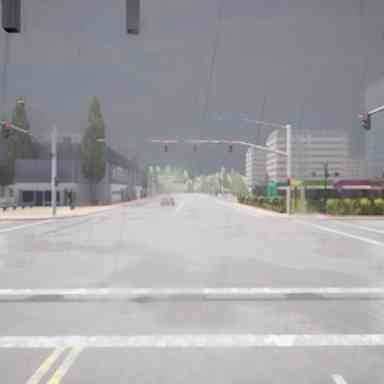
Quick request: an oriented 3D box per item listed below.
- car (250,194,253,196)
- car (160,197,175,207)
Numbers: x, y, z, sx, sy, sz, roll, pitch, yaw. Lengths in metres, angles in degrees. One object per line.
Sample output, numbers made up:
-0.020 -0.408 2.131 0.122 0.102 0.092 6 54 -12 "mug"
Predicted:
17.777 0.906 89.060 4.605 1.855 1.932 0 0 -2 "car"
-3.496 1.432 48.503 1.994 1.385 4.181 0 0 0 "car"
